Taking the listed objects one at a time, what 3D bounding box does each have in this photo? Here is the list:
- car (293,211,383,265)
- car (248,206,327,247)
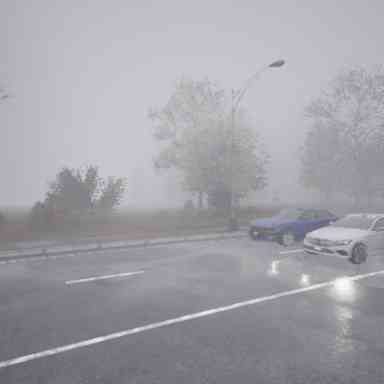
[{"bbox_3d":[5.999,1.491,11.606,4.674,1.442,1.812,0,0,-29],"label":"car"},{"bbox_3d":[4.812,1.428,14.953,5.008,1.535,1.882,0,0,-29],"label":"car"}]
